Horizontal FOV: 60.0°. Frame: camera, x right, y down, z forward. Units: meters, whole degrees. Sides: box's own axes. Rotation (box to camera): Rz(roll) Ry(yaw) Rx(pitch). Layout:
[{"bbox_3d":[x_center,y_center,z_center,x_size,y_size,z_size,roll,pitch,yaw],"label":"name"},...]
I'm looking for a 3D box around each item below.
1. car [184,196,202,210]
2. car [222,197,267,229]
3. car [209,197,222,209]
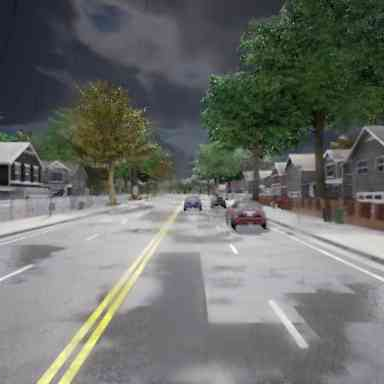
[{"bbox_3d":[0.104,1.239,40.299,2.097,1.767,4.553,0,0,0],"label":"car"},{"bbox_3d":[3.352,1.307,21.358,2.097,1.767,4.553,0,0,0],"label":"car"},{"bbox_3d":[3.353,1.378,43.189,1.837,1.490,4.892,0,0,0],"label":"car"}]
